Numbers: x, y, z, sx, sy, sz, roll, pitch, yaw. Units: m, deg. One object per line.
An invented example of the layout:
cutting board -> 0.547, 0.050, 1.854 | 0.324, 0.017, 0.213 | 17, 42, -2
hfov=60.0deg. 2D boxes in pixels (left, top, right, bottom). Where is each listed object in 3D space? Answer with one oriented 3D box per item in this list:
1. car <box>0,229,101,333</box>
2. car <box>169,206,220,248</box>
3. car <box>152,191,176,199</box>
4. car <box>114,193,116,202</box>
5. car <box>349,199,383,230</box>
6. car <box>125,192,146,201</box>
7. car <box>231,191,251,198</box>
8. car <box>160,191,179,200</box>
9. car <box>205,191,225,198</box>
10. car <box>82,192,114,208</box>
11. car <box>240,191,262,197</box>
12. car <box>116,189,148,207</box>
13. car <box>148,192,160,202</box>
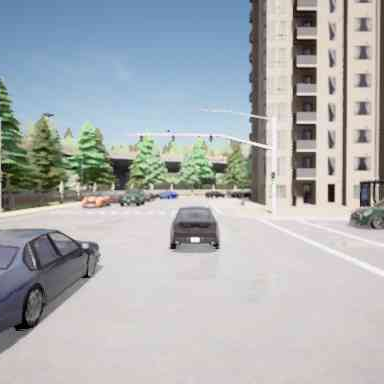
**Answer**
car -> -3.393, 1.454, 6.621 | 2.033, 1.411, 5.357 | 0, 0, 0
car -> 0.109, 1.330, 13.830 | 1.837, 1.490, 4.892 | 0, 1, 0
car -> -5.387, 0.560, 65.071 | 2.033, 1.411, 5.357 | 0, 1, 30
car -> -10.441, 0.873, 45.525 | 1.994, 1.385, 4.181 | 0, 1, 1
car -> 11.400, 1.120, 18.782 | 4.553, 1.767, 2.097 | 0, 1, 1
car -> -9.334, 0.684, 55.482 | 1.812, 1.442, 4.674 | 0, 1, 12
car -> 10.033, 0.481, 67.035 | 4.902, 1.511, 2.128 | -1, 1, -37
car -> -4.072, 0.567, 59.994 | 1.882, 1.535, 5.008 | 0, 1, 21
car -> 4.676, 0.489, 66.890 | 1.837, 1.490, 4.892 | 1, 1, 43
car -> -10.558, 0.792, 36.882 | 2.097, 1.767, 4.553 | 0, 1, 0
car -> 12.998, 0.416, 73.027 | 4.674, 1.442, 1.812 | 0, 1, -24
car -> -7.037, 0.616, 39.856 | 2.150, 2.045, 5.566 | 0, 1, 1
car -> -6.787, 0.734, 49.868 | 2.128, 1.511, 4.902 | 0, 1, 6
